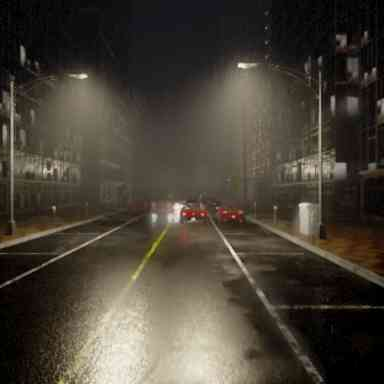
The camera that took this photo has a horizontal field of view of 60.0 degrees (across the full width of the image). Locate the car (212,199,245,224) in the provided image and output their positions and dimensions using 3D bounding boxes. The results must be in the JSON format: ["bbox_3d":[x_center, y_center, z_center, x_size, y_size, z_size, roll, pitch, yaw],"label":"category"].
[{"bbox_3d":[2.693,1.470,23.897,1.887,1.381,4.507,0,0,0],"label":"car"}]

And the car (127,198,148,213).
[{"bbox_3d":[-5.686,1.428,35.289,1.887,1.381,4.507,0,0,0],"label":"car"}]

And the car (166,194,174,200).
[{"bbox_3d":[-5.682,1.183,86.352,1.752,1.417,4.829,0,0,0],"label":"car"}]

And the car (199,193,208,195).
[{"bbox_3d":[2.697,1.331,63.742,1.947,1.339,4.313,0,0,0],"label":"car"}]

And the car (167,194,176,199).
[{"bbox_3d":[-5.682,1.179,92.216,2.008,1.369,4.403,0,0,0],"label":"car"}]

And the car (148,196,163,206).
[{"bbox_3d":[-5.685,1.359,52.367,1.887,1.381,4.507,0,0,0],"label":"car"}]

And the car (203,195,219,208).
[{"bbox_3d":[2.695,1.426,40.974,1.947,1.339,4.313,0,0,0],"label":"car"}]

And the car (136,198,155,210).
[{"bbox_3d":[-5.686,1.442,40.982,1.802,1.307,4.206,0,0,0],"label":"car"}]

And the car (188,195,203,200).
[{"bbox_3d":[0.102,1.422,41.404,1.994,1.385,4.181,0,0,0],"label":"car"}]

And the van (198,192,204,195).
[{"bbox_3d":[2.698,1.080,69.435,1.690,1.788,3.998,0,0,0],"label":"van"}]

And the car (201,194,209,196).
[{"bbox_3d":[2.696,1.380,52.358,1.947,1.339,4.313,0,0,0],"label":"car"}]

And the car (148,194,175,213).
[{"bbox_3d":[-2.998,1.236,34.961,2.097,1.767,4.553,0,0,0],"label":"car"}]

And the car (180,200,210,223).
[{"bbox_3d":[0.102,1.524,24.570,1.895,1.301,4.718,0,0,0],"label":"car"}]

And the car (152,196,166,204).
[{"bbox_3d":[-5.685,1.356,58.060,1.947,1.339,4.313,0,0,0],"label":"car"}]
